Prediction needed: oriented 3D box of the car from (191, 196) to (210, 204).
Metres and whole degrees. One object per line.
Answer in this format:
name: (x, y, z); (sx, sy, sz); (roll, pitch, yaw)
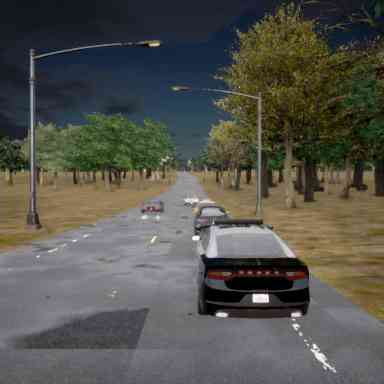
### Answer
car: (1.020, 1.306, 23.732); (1.801, 1.575, 5.366); (0, 1, 0)

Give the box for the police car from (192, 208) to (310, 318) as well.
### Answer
police car: (1.043, 1.408, 7.654); (1.930, 1.638, 5.238); (0, 0, 0)

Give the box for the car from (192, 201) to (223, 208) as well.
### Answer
car: (1.029, 1.440, 17.544); (1.812, 1.442, 4.674); (0, 1, 0)

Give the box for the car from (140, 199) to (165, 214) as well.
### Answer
car: (-3.641, 1.324, 31.529); (1.994, 1.385, 4.181); (0, 1, 0)

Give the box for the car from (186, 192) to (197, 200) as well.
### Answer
car: (-0.080, 0.684, 58.234); (1.895, 1.301, 4.718); (0, 2, 0)

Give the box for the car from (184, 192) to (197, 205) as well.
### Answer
car: (-0.040, 1.097, 45.132); (1.895, 1.301, 4.718); (0, 1, 0)
